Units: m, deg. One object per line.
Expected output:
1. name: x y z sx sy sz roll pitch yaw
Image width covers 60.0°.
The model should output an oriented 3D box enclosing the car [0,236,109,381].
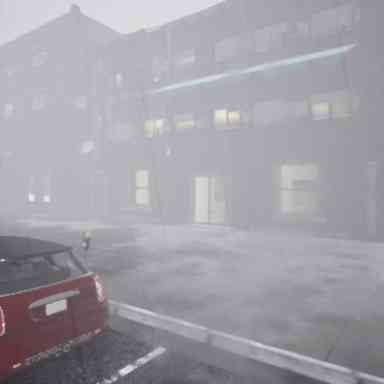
1. car: -3.231 1.415 5.174 4.097 1.590 1.967 0 1 36
